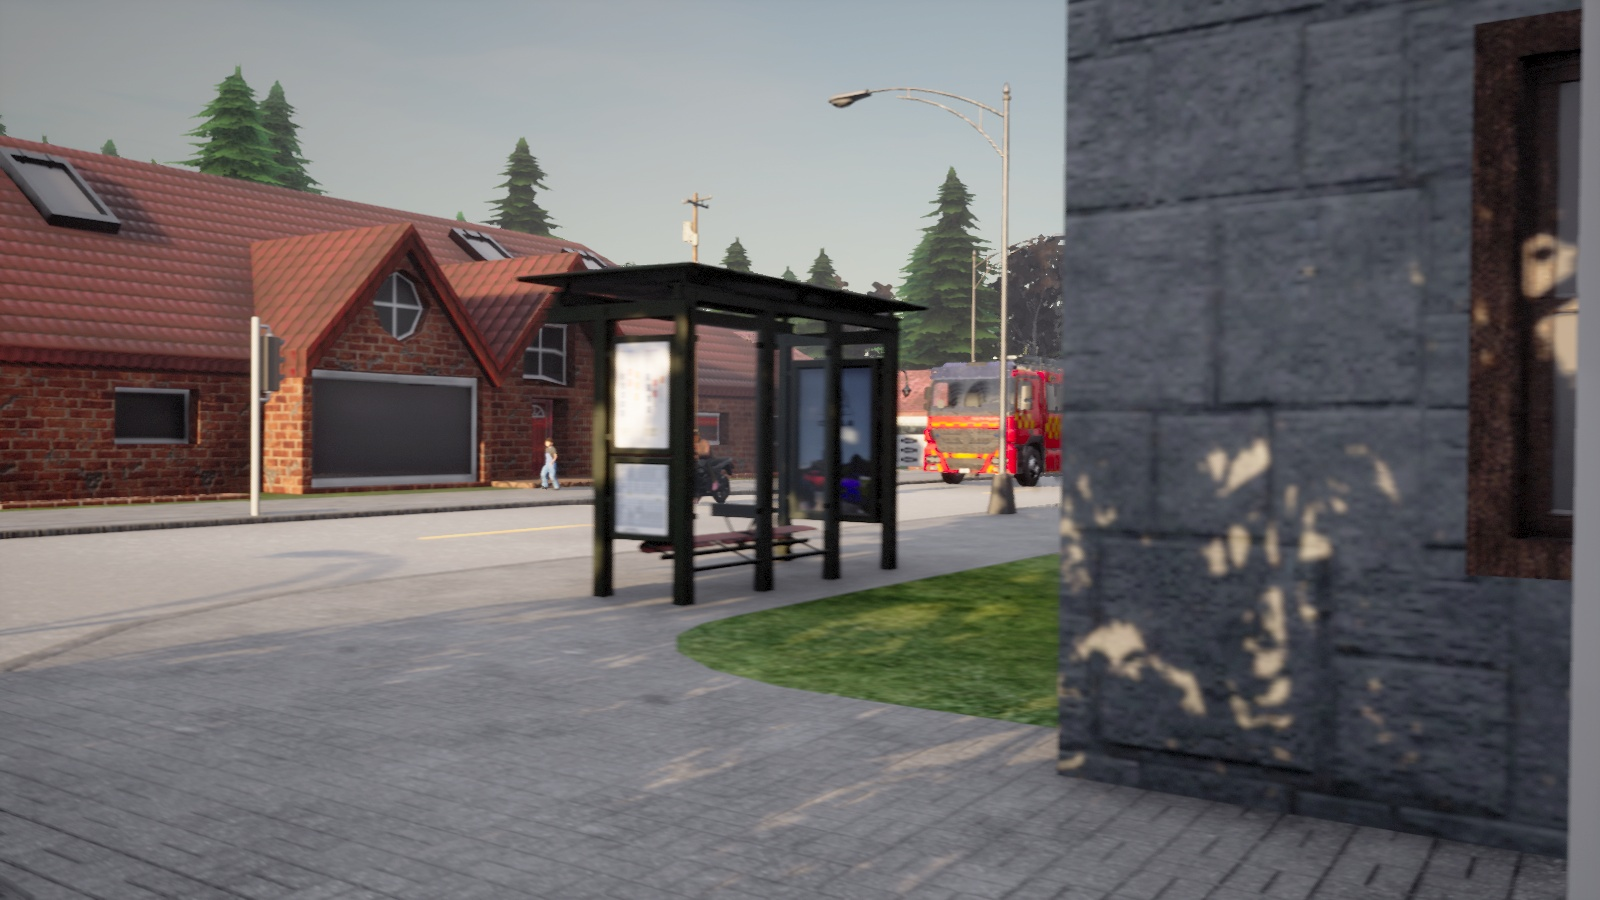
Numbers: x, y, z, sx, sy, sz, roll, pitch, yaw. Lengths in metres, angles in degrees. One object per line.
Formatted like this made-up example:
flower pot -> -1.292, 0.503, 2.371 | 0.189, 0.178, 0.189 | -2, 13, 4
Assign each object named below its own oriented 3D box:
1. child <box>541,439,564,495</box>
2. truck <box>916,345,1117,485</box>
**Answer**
child -> -5.692, 0.383, 28.882 | 0.270, 1.263, 0.437 | 0, 1, 40
truck -> 6.873, -1.019, 38.622 | 2.891, 3.827, 8.468 | 0, 1, 34
